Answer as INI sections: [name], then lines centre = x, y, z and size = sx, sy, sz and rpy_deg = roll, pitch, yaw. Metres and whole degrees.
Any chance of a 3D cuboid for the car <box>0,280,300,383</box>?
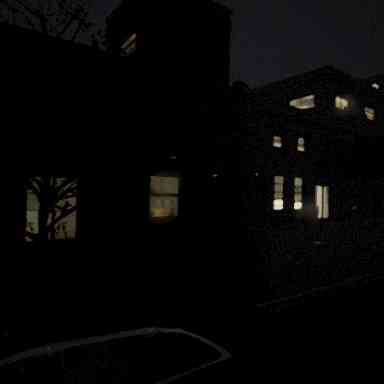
[car]
centre = -1.349, 1.491, 2.119
size = 4.902, 1.511, 2.128
rpy_deg = 1, 0, -36
